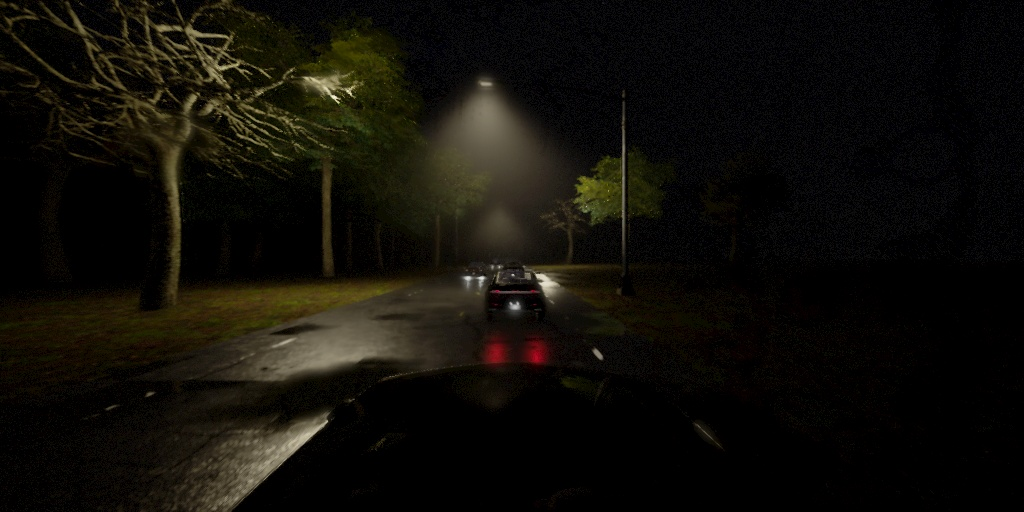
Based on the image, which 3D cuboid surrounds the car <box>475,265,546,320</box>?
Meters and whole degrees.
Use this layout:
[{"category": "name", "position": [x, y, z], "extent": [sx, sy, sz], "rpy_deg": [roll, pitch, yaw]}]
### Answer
[{"category": "car", "position": [0.101, 1.243, 12.570], "extent": [2.128, 1.511, 4.902], "rpy_deg": [0, 0, 0]}]

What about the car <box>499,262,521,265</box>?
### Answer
[{"category": "car", "position": [0.102, 1.242, 30.935], "extent": [1.837, 1.490, 4.892], "rpy_deg": [0, 0, 0]}]

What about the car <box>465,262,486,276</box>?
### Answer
[{"category": "car", "position": [-3.595, 1.276, 36.443], "extent": [2.033, 1.411, 5.357], "rpy_deg": [0, 0, 0]}]
